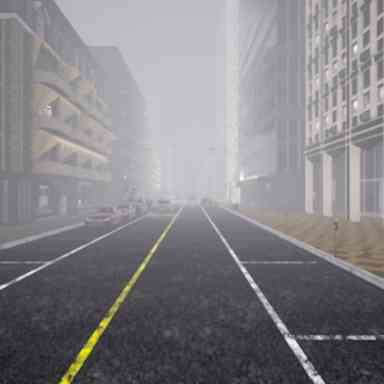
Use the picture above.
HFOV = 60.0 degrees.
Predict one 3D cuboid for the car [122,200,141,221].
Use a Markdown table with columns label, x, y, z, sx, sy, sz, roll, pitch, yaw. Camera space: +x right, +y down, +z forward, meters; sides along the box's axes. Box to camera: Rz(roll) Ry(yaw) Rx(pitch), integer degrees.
| label | x | y | z | sx | sy | sz | roll | pitch | yaw |
| --- | --- | --- | --- | --- | --- | --- | --- | --- | --- |
| car | -5.696 | 1.622 | 27.501 | 1.802 | 1.307 | 4.206 | 0 | 0 | 0 |

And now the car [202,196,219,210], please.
| label | x | y | z | sx | sy | sz | roll | pitch | yaw |
| --- | --- | --- | --- | --- | --- | --- | --- | --- | --- |
| car | 2.681 | 1.597 | 44.618 | 1.752 | 1.417 | 4.829 | 0 | 0 | 0 |

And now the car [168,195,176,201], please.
| label | x | y | z | sx | sy | sz | roll | pitch | yaw |
| --- | --- | --- | --- | --- | --- | --- | --- | --- | --- |
| car | -5.709 | 1.625 | 95.283 | 1.967 | 1.590 | 4.097 | 0 | 0 | 0 |

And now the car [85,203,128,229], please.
| label | x | y | z | sx | sy | sz | roll | pitch | yaw |
| --- | --- | --- | --- | --- | --- | --- | --- | --- | --- |
| car | -5.695 | 1.612 | 21.852 | 1.802 | 1.307 | 4.206 | 0 | 0 | 0 |

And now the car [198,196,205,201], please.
| label | x | y | z | sx | sy | sz | roll | pitch | yaw |
| --- | --- | --- | --- | --- | --- | --- | --- | --- | --- |
| car | 2.671 | 1.730 | 95.284 | 1.887 | 1.381 | 4.507 | 0 | 0 | 0 |

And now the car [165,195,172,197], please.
| label | x | y | z | sx | sy | sz | roll | pitch | yaw |
| --- | --- | --- | --- | --- | --- | --- | --- | --- | --- |
| car | -5.704 | 1.682 | 67.040 | 1.947 | 1.339 | 4.313 | 0 | 0 | 0 |

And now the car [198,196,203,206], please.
| label | x | y | z | sx | sy | sz | roll | pitch | yaw |
| --- | --- | --- | --- | --- | --- | --- | --- | --- | --- |
| car | 2.350 | 1.569 | 55.255 | 1.882 | 1.535 | 5.008 | 0 | 0 | 0 |

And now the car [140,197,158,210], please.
| label | x | y | z | sx | sy | sz | roll | pitch | yaw |
| --- | --- | --- | --- | --- | --- | --- | --- | --- | --- |
| car | -5.699 | 1.511 | 44.447 | 1.967 | 1.590 | 4.097 | 0 | 0 | 0 |

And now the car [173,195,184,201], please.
| label | x | y | z | sx | sy | sz | roll | pitch | yaw |
| --- | --- | --- | --- | --- | --- | --- | --- | --- | --- |
| car | -3.016 | 1.464 | 78.742 | 1.994 | 1.385 | 4.181 | 0 | 0 | 0 |

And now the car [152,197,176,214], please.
| label | x | y | z | sx | sy | sz | roll | pitch | yaw |
| --- | --- | --- | --- | --- | --- | --- | --- | --- | --- |
| car | -3.102 | 1.583 | 36.899 | 1.812 | 1.442 | 4.674 | 0 | 0 | 0 |

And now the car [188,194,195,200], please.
| label | x | y | z | sx | sy | sz | roll | pitch | yaw |
| --- | --- | --- | --- | --- | --- | --- | --- | --- | --- |
| car | -0.017 | 1.468 | 91.774 | 1.882 | 1.535 | 5.008 | 0 | 0 | 0 |

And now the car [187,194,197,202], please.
| label | x | y | z | sx | sy | sz | roll | pitch | yaw |
| --- | --- | --- | --- | --- | --- | --- | --- | --- | --- |
| car | -0.014 | 1.332 | 73.098 | 2.097 | 1.767 | 4.553 | 0 | 0 | 0 |

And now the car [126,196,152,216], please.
| label | x | y | z | sx | sy | sz | roll | pitch | yaw |
| --- | --- | --- | --- | --- | --- | --- | --- | --- | --- |
| car | -5.698 | 1.365 | 33.150 | 2.192 | 1.841 | 5.009 | 0 | 0 | 0 |

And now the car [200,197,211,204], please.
| label | x | y | z | sx | sy | sz | roll | pitch | yaw |
| --- | --- | --- | --- | --- | --- | --- | --- | --- | --- |
| car | 2.677 | 1.682 | 67.042 | 1.947 | 1.339 | 4.313 | 0 | 0 | 0 |
